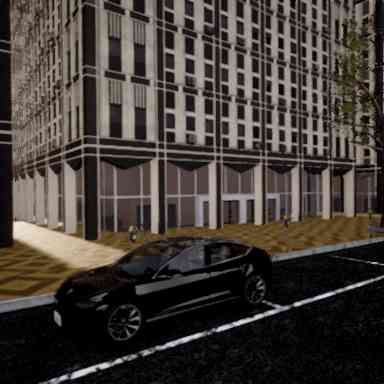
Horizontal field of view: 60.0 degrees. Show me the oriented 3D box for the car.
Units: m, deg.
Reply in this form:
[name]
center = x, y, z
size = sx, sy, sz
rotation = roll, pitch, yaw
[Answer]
[car]
center = -0.289, 1.557, 6.374
size = 4.313, 1.339, 1.947
rotation = 0, 0, -36
